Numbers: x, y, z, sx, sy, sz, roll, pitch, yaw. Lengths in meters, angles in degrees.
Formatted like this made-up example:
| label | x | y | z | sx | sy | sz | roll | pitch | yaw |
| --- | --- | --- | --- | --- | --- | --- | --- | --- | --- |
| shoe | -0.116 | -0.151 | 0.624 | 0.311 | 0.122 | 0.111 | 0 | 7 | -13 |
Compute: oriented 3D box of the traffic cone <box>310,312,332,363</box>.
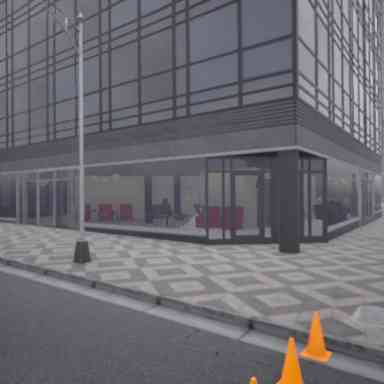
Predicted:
| label | x | y | z | sx | sy | sz | roll | pitch | yaw |
| --- | --- | --- | --- | --- | --- | --- | --- | --- | --- |
| traffic cone | 1.713 | 1.953 | 4.597 | 0.340 | 0.580 | 0.340 | 0 | 0 | 36 |

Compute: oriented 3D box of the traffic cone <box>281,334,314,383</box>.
| label | x | y | z | sx | sy | sz | roll | pitch | yaw |
| --- | --- | --- | --- | --- | --- | --- | --- | --- | --- |
| traffic cone | 1.129 | 1.953 | 3.782 | 0.340 | 0.580 | 0.340 | 0 | 0 | 36 |

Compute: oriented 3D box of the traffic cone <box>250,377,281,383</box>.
| label | x | y | z | sx | sy | sz | roll | pitch | yaw |
| --- | --- | --- | --- | --- | --- | --- | --- | --- | --- |
| traffic cone | 0.547 | 1.953 | 2.969 | 0.340 | 0.580 | 0.340 | 0 | 0 | 36 |
